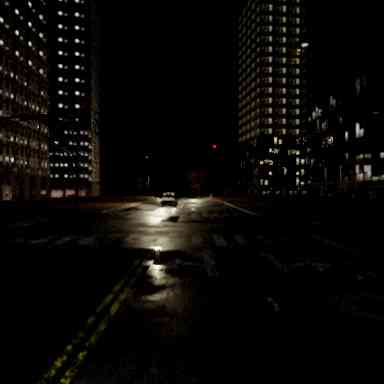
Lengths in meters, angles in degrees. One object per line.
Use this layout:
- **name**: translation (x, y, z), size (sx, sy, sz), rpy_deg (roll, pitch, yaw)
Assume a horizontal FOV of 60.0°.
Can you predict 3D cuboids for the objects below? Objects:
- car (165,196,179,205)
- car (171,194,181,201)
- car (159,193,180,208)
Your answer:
- **car**: translation (-3.249, 1.397, 55.970), size (2.033, 1.411, 5.357), rpy_deg (0, 0, 0)
- **car**: translation (-3.443, 1.206, 72.351), size (2.128, 1.511, 4.902), rpy_deg (0, 0, -1)
- **car**: translation (-3.242, 1.205, 46.174), size (2.150, 2.045, 5.566), rpy_deg (0, 2, 0)
